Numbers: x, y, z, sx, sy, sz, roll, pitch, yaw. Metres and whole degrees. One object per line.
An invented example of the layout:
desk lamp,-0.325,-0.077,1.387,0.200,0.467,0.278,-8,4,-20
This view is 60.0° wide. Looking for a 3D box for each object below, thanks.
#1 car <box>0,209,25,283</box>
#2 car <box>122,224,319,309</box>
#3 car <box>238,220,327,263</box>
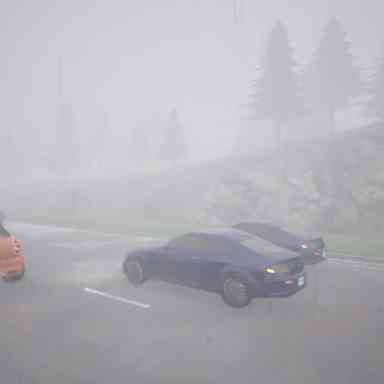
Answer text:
car,-6.394,1.400,8.727,4.553,1.767,2.097,0,-1,36
car,0.350,1.617,8.090,4.674,1.442,1.812,0,-1,37
car,2.038,1.662,11.196,4.674,1.442,1.812,0,-1,37
